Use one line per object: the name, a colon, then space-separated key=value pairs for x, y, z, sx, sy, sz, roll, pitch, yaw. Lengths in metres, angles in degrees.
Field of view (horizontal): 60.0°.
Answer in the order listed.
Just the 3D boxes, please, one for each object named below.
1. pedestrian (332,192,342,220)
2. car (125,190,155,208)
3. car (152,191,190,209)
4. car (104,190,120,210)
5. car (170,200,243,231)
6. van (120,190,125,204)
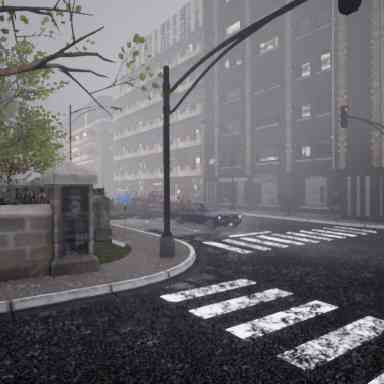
pedestrian: x=9.513 y=0.902 z=21.976 sx=0.375 sy=1.860 sz=0.375 roll=1 pitch=-1 yaw=-36
car: x=-5.018 y=0.727 z=36.867 sx=2.192 sy=1.841 sz=5.009 roll=1 pitch=1 yaw=-36
car: x=-1.757 y=0.950 z=32.413 sx=1.967 sy=1.590 sz=4.097 roll=1 pitch=1 yaw=-36
car: x=-9.673 y=0.669 z=33.405 sx=2.150 sy=2.045 sz=5.566 roll=0 pitch=1 yaw=-36
car: x=0.733 y=1.360 z=19.182 sx=1.895 sy=1.301 sz=4.718 roll=0 pitch=1 yaw=-36
van: x=-8.280 y=0.655 z=41.324 sx=1.690 sy=1.788 sz=3.998 roll=1 pitch=1 yaw=-36
